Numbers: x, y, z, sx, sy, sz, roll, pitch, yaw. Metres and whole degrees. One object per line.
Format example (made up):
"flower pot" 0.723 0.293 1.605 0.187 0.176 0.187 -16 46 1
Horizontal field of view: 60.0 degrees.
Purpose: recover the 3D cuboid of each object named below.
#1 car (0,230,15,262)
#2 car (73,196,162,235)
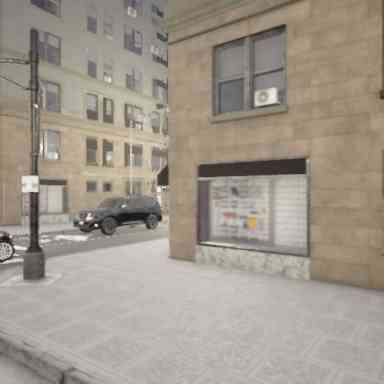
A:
"car" -6.846 1.495 9.127 1.837 1.490 4.892 -4 0 -1
"car" -4.092 1.247 19.357 2.150 2.045 5.566 0 0 36
